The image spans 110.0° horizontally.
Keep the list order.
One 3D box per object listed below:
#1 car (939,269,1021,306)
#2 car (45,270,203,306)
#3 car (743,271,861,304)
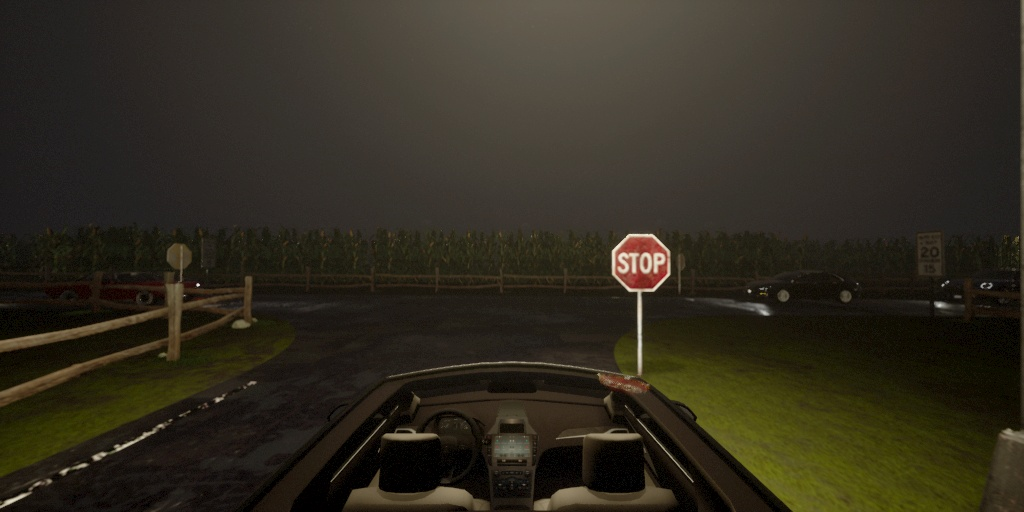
[{"bbox_3d":[23.707,1.406,17.272,4.553,1.767,2.097,1,-1,0],"label":"car"},{"bbox_3d":[-15.501,1.291,14.551,4.718,1.301,1.895,0,-1,0],"label":"car"},{"bbox_3d":[13.892,1.478,17.314,4.892,1.490,1.837,0,-1,0],"label":"car"}]
